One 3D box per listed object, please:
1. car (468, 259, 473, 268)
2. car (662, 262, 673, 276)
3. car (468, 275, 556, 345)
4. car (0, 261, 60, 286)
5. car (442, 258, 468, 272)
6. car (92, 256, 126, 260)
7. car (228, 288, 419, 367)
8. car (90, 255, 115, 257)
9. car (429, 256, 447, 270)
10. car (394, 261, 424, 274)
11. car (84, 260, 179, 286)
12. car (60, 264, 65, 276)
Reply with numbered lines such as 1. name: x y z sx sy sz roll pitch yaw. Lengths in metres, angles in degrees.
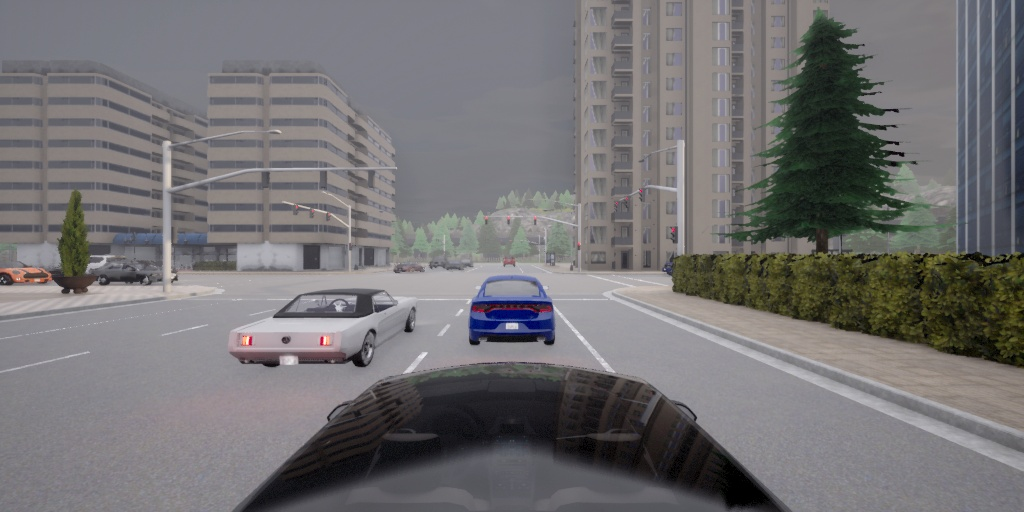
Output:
1. car: -7.598 1.228 59.528 1.882 1.535 5.008 0 0 0
2. car: 17.892 0.971 35.469 5.566 2.045 2.150 0 0 0
3. car: -0.004 1.228 9.521 1.882 1.535 5.008 0 0 0
4. car: -35.099 1.102 24.822 4.553 1.767 2.097 0 0 0
5. car: -7.500 1.298 47.762 2.033 1.411 5.357 0 0 0
6. car: -29.624 1.102 28.320 4.553 1.767 2.097 0 0 0
7. car: -3.497 1.351 7.855 1.895 1.301 4.718 0 0 0
8. car: -37.557 0.971 32.028 5.566 2.045 2.150 0 0 0
9. car: -11.072 0.971 54.813 2.150 2.045 5.566 0 0 -1
10. car: -11.782 1.314 41.189 1.994 1.385 4.181 0 0 14
11. car: -25.947 1.241 24.792 4.902 1.511 2.128 0 0 1
12. car: -38.615 1.351 28.329 4.718 1.301 1.895 0 0 0
